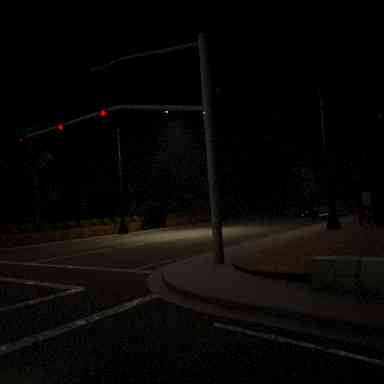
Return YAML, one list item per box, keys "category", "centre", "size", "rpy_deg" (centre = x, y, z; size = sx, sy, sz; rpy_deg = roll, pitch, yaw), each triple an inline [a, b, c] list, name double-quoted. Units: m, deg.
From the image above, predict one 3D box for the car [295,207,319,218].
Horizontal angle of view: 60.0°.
- category: "car"
  centre: [15.425, 2.678, 44.258]
  size: [1.895, 1.301, 4.718]
  rpy_deg: [-6, -4, 37]
